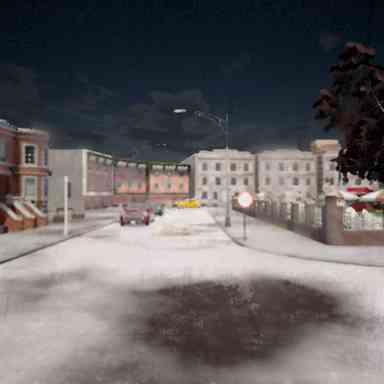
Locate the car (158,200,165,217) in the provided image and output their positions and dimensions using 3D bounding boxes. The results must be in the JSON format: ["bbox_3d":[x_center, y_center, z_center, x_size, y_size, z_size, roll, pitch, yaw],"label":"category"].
[{"bbox_3d":[-4.083,1.615,35.106,2.097,1.767,4.553,0,0,0],"label":"car"}]

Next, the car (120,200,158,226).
[{"bbox_3d":[-4.086,1.543,25.393,2.097,1.767,4.553,0,0,0],"label":"car"}]

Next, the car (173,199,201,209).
[{"bbox_3d":[-0.792,1.883,53.893,5.008,1.535,1.882,1,-1,-43],"label":"car"}]
